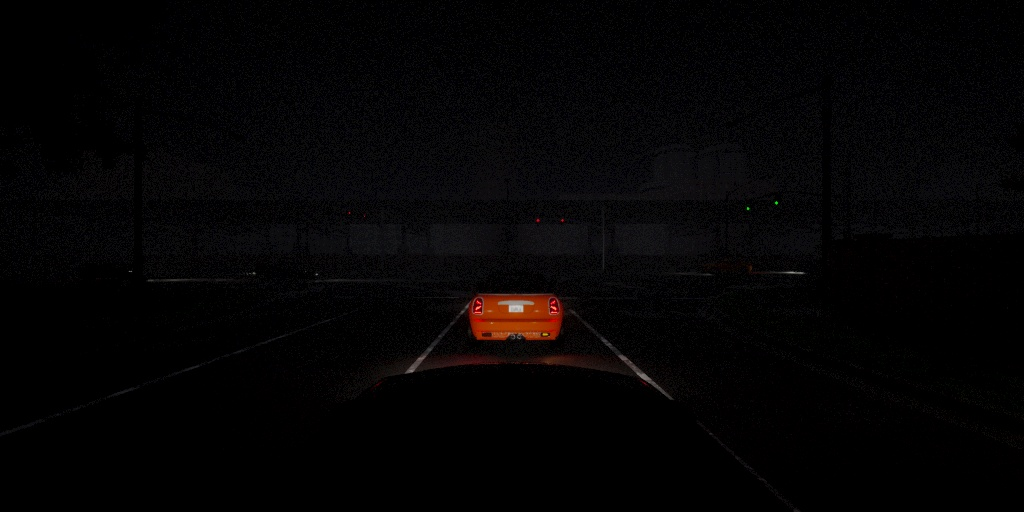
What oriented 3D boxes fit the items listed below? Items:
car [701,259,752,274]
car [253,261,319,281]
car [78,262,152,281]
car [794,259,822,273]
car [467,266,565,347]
[{"bbox_3d":[23.224,1.098,39.022,5.008,1.535,1.882,-1,0,1],"label":"car"},{"bbox_3d":[-18.420,1.242,29.372,4.902,1.511,2.128,0,0,1],"label":"car"},{"bbox_3d":[-32.854,1.242,29.770,4.902,1.511,2.128,0,0,2],"label":"car"},{"bbox_3d":[33.134,1.065,38.768,4.181,1.385,1.994,-1,0,1],"label":"car"},{"bbox_3d":[0.083,1.103,9.490,2.097,1.767,4.553,0,0,0],"label":"car"}]
